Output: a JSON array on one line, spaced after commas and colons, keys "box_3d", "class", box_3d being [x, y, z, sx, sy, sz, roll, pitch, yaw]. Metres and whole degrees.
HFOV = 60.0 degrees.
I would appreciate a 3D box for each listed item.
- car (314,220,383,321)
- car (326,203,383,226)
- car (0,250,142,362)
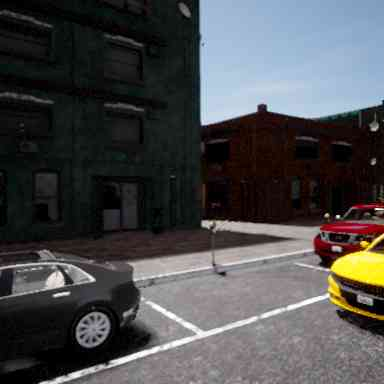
[{"box_3d": [4.828, 1.473, 6.820, 5.008, 1.535, 1.882, 0, 0, -35], "class": "car"}, {"box_3d": [6.187, 1.308, 10.976, 5.009, 1.841, 2.192, 0, 0, -35], "class": "car"}, {"box_3d": [-2.846, 1.551, 4.532, 4.403, 1.369, 2.008, 0, 0, -35], "class": "car"}]
